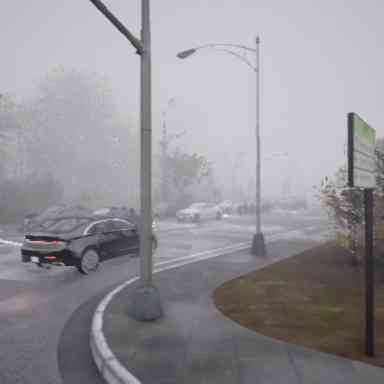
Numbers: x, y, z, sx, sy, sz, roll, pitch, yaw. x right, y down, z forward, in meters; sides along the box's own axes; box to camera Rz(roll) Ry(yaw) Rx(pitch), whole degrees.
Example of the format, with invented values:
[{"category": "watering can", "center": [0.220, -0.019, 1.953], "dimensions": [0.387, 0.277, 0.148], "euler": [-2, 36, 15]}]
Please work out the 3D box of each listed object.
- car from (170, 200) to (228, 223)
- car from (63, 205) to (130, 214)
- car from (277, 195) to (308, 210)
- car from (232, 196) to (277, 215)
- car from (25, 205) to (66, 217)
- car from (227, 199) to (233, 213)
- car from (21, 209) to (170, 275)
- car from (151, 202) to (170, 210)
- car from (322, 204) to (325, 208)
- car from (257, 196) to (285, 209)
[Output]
[{"category": "car", "center": [0.660, 1.585, 26.853], "dimensions": [1.812, 1.442, 4.674], "euler": [0, 0, 39]}, {"category": "car", "center": [-4.911, 1.592, 19.900], "dimensions": [1.812, 1.442, 4.674], "euler": [0, 0, 39]}, {"category": "car", "center": [12.882, 1.235, 42.083], "dimensions": [2.097, 1.767, 4.553], "euler": [0, 1, 40]}, {"category": "car", "center": [6.523, 1.485, 34.161], "dimensions": [1.882, 1.535, 5.008], "euler": [0, 0, 39]}, {"category": "car", "center": [-8.220, 1.573, 21.392], "dimensions": [2.128, 1.511, 4.902], "euler": [0, 0, 39]}, {"category": "car", "center": [4.208, 1.542, 36.877], "dimensions": [1.812, 1.442, 4.674], "euler": [0, 0, 39]}, {"category": "car", "center": [-2.982, 1.528, 10.767], "dimensions": [2.128, 1.511, 4.902], "euler": [-1, -1, 26]}, {"category": "car", "center": [-2.111, 1.622, 28.993], "dimensions": [2.033, 1.411, 5.357], "euler": [0, 0, 39]}, {"category": "car", "center": [18.678, 1.136, 43.643], "dimensions": [2.097, 1.767, 4.553], "euler": [0, 1, 37]}, {"category": "car", "center": [10.750, 1.388, 45.000], "dimensions": [1.837, 1.490, 4.892], "euler": [0, 1, 39]}]
